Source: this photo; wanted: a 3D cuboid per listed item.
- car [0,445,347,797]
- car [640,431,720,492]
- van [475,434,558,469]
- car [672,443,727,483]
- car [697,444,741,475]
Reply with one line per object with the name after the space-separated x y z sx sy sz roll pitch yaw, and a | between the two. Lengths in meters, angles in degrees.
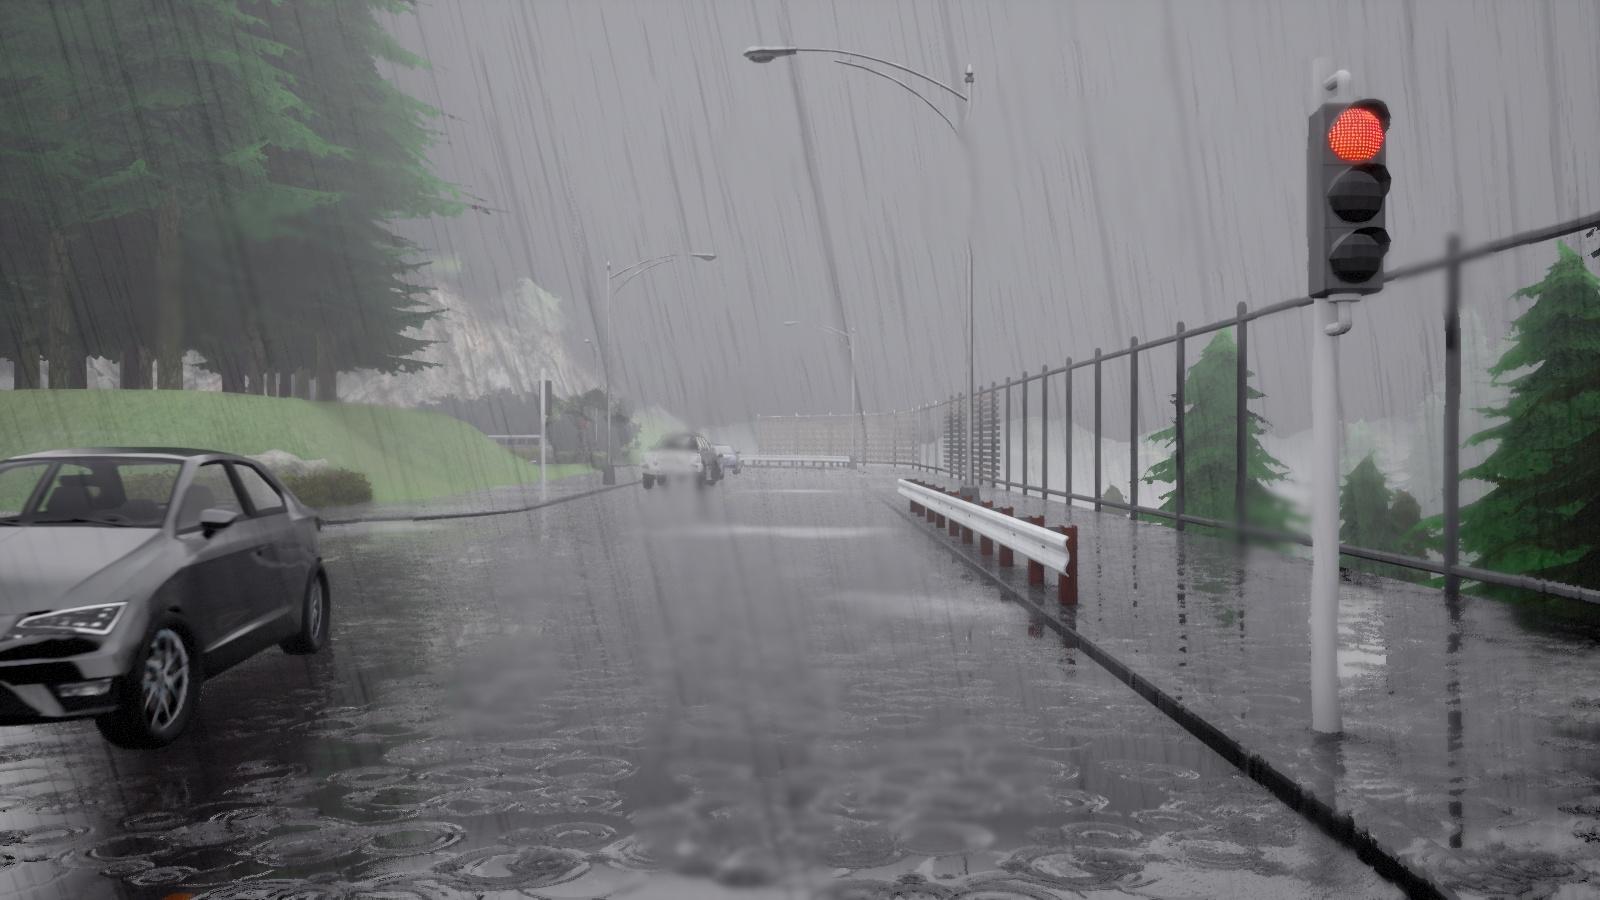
-4.097 0.715 7.324 1.816 1.474 4.193 0 0 -6 | car
-3.834 0.330 40.803 1.932 1.855 4.605 0 0 3 | car
-16.539 0.071 73.456 4.442 1.987 1.775 0 0 0 | van
-3.912 0.478 49.425 1.845 1.501 3.633 0 0 0 | car
-3.851 0.427 60.527 1.812 1.442 4.674 0 0 0 | car
